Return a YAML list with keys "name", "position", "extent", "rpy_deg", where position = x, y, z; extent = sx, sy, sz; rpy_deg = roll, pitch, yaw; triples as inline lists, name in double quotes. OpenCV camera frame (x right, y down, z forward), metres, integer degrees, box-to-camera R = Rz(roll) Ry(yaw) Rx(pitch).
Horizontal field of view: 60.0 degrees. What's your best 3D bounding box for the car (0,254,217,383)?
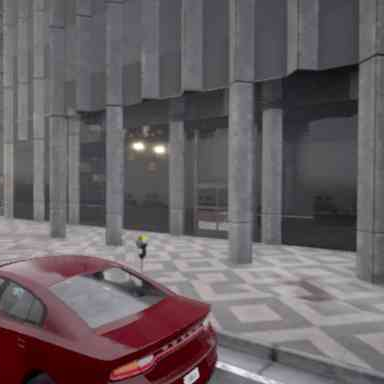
- name: "car"
  position: [-1.864, 1.486, 4.188]
  extent: [4.507, 1.381, 1.887]
  rpy_deg: [1, 1, 34]
